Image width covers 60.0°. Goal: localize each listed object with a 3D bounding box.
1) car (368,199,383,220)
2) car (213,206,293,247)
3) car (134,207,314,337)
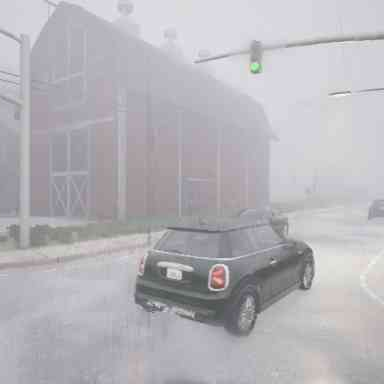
[{"bbox_3d":[16.201,1.354,27.770,2.097,1.767,4.553,0,0,36],"label":"car"},{"bbox_3d":[3.120,1.504,16.038,1.837,1.490,4.892,0,0,36],"label":"car"},{"bbox_3d":[0.979,1.340,7.041,2.097,1.767,4.553,0,0,36],"label":"car"}]
